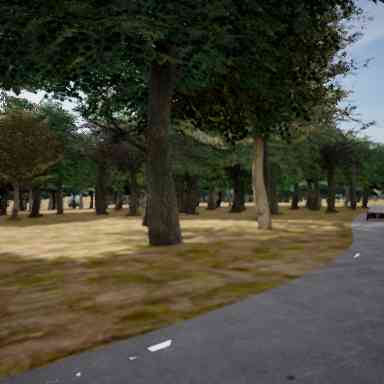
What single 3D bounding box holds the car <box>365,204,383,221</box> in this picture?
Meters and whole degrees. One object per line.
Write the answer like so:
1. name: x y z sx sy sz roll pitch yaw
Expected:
1. car: 18.002 1.948 32.336 1.882 1.535 5.008 0 -1 28
